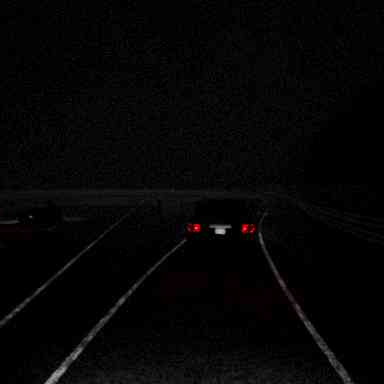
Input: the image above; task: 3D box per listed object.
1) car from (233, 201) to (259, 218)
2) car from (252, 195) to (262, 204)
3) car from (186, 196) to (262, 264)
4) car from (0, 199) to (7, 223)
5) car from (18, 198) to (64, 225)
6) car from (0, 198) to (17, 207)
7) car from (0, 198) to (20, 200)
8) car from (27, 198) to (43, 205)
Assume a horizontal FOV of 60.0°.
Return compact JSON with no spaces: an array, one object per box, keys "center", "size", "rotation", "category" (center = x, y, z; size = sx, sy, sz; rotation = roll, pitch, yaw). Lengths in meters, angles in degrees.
[{"center":[5.459,1.633,32.922],"size":[2.033,1.411,5.357],"rotation":[0,0,15],"category":"car"},{"center":[12.375,1.414,63.539],"size":[1.812,1.442,4.674],"rotation":[0,1,10],"category":"car"},{"center":[1.145,1.220,12.090],"size":[2.150,2.045,5.566],"rotation":[0,0,7],"category":"car"},{"center":[-13.732,1.436,20.890],"size":[1.837,1.490,4.892],"rotation":[0,0,-7],"category":"car"},{"center":[-10.526,1.437,23.570],"size":[1.882,1.535,5.008],"rotation":[0,0,-7],"category":"car"},{"center":[-32.247,1.749,57.130],"size":[2.128,1.511,4.902],"rotation":[0,-1,-7],"category":"car"},{"center":[-27.785,1.618,49.062],"size":[1.882,1.535,5.008],"rotation":[0,-1,-6],"category":"car"},{"center":[-34.039,2.053,72.261],"size":[1.837,1.490,4.892],"rotation":[0,-1,-7],"category":"car"}]
